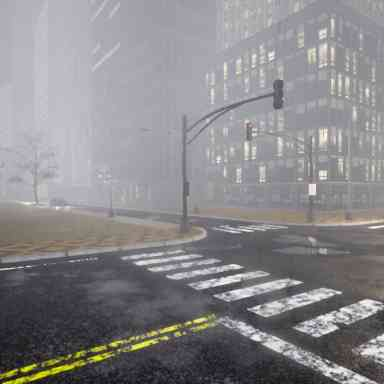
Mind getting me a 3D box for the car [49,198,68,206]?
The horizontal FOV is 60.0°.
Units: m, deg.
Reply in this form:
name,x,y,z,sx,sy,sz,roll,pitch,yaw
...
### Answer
name,x,y,z,sx,sy,sz,roll,pitch,yaw
car,-21.749,1.606,54.191,1.895,1.301,4.718,0,0,-35
